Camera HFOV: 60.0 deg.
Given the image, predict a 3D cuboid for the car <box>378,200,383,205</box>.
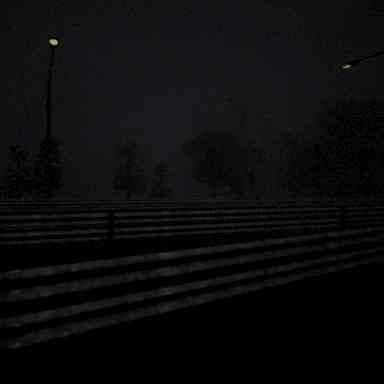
[{"bbox_3d":[21.383,1.288,34.169,4.892,1.490,1.837,0,0,-23],"label":"car"}]
